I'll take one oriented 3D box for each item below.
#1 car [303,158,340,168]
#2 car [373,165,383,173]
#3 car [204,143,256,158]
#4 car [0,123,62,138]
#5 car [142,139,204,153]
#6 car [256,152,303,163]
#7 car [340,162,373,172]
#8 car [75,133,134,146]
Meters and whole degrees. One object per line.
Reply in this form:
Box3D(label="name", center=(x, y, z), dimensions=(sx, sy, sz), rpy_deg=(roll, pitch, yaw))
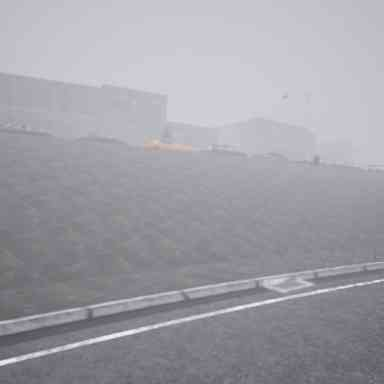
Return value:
Box3D(label="car", center=(13.264, -2.881, 35.997), dimensions=(4.674, 1.452, 2.002), rpy_deg=(3, -1, -26))
Box3D(label="car", center=(23.001, -2.498, 41.226), dimensions=(4.553, 1.767, 2.185), rpy_deg=(3, -2, -29))
Box3D(label="car", center=(3.156, -3.580, 31.113), dimensions=(4.553, 1.767, 2.185), rpy_deg=(3, -1, -24))
Box3D(label="car", center=(-12.167, -4.235, 24.712), dimensions=(4.892, 1.521, 2.231), rpy_deg=(3, -1, -20))
Box3D(label="car", center=(-1.894, -3.716, 28.875), dimensions=(5.008, 1.535, 2.097), rpy_deg=(3, -1, -23))
Box3D(label="car", center=(8.324, -3.153, 33.551), dimensions=(4.792, 1.488, 2.163), rpy_deg=(3, -1, -25))
Box3D(label="car", center=(18.066, -2.660, 38.506), dimensions=(4.892, 1.521, 2.231), rpy_deg=(3, -1, -28))
Box3D(label="car", center=(-7.010, -3.939, 26.737), dimensions=(4.674, 1.452, 2.002), rpy_deg=(3, -1, -22))
